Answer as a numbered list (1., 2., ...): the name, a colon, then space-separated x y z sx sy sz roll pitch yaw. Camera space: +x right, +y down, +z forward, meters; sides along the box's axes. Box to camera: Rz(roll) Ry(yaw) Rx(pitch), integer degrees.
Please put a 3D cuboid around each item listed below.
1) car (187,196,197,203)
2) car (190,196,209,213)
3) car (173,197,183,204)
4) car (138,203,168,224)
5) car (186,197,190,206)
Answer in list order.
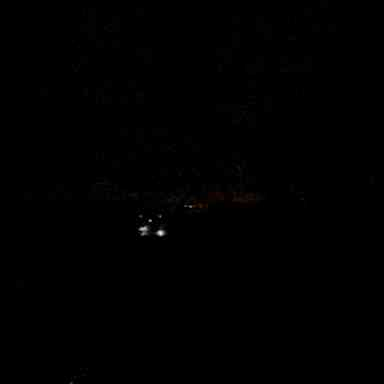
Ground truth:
1. car: -0.013 1.628 72.738 1.994 1.385 4.181 0 0 0
2. car: 0.956 1.533 38.231 1.801 1.575 5.366 0 0 0
3. car: -2.776 1.706 65.851 1.812 1.442 4.674 0 0 0
4. car: -2.855 1.584 25.398 2.033 1.411 5.357 0 0 0
5. car: -0.009 1.661 56.027 1.812 1.442 4.674 0 0 0
